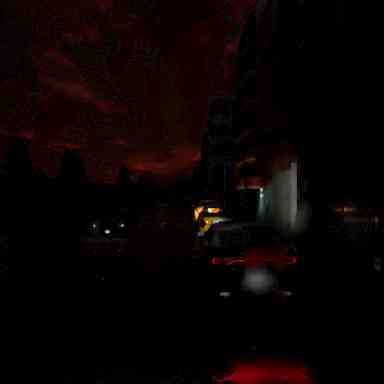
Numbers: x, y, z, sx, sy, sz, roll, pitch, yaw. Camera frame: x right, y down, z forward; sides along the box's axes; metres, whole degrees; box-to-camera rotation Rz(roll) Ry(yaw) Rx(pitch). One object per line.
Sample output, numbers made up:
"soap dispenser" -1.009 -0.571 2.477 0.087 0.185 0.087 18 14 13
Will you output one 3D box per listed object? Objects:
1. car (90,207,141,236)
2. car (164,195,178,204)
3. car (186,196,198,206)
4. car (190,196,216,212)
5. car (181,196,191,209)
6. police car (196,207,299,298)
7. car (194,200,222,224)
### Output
"car" -4.101 1.542 18.789 2.033 1.411 5.357 0 0 0
"car" -4.066 1.546 61.165 1.994 1.385 4.181 0 0 0
"car" 0.000 1.488 56.686 1.837 1.490 4.892 0 0 0
"car" 1.147 1.293 24.531 2.097 1.767 4.553 -3 0 0
"car" 0.025 1.478 44.505 2.128 1.511 4.902 0 0 1
"police car" 1.188 1.417 8.673 1.930 1.638 5.238 0 0 0
"car" 1.200 1.450 18.751 1.801 1.575 5.366 0 0 0
